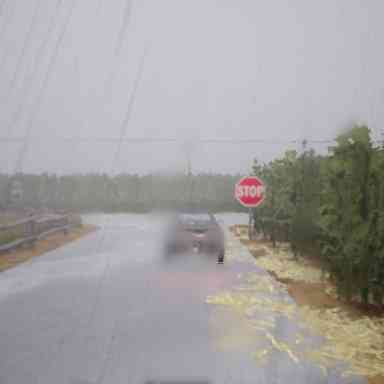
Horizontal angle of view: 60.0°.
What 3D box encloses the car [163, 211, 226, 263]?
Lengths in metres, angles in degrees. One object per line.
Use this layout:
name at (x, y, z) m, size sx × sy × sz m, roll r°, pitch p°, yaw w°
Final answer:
car at (0.076, 1.402, 11.567) m, size 2.128 × 1.511 × 4.902 m, roll 0°, pitch 0°, yaw 0°
